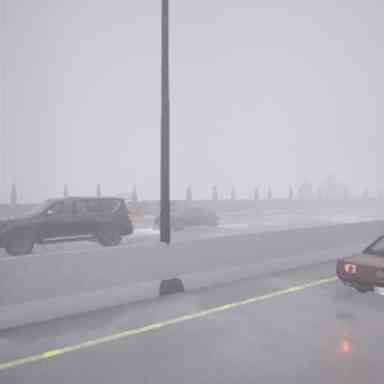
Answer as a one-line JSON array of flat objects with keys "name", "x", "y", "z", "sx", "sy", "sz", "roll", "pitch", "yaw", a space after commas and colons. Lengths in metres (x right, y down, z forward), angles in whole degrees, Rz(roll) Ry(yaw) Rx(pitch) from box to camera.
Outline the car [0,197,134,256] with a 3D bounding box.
[{"name": "car", "x": -5.072, "y": 1.222, "z": 13.273, "sx": 5.566, "sy": 2.045, "sz": 2.150, "roll": 0, "pitch": 0, "yaw": -35}]

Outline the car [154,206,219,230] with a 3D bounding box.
[{"name": "car", "x": -0.293, "y": 1.572, "z": 20.978, "sx": 4.181, "sy": 1.385, "sz": 1.994, "roll": 0, "pitch": 0, "yaw": -35}]

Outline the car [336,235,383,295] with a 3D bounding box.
[{"name": "car", "x": 5.435, "y": 1.605, "z": 7.622, "sx": 4.718, "sy": 1.301, "sz": 1.895, "roll": 0, "pitch": 0, "yaw": -35}]
